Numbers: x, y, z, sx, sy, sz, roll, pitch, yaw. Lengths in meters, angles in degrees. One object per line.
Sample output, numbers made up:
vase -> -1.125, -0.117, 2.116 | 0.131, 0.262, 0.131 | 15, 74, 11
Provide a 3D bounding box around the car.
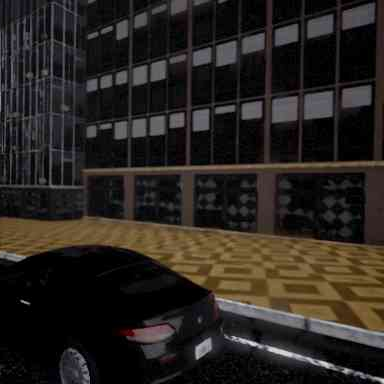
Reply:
car -> -1.751, 1.529, 4.933 | 4.674, 1.442, 1.812 | 0, 0, 36
